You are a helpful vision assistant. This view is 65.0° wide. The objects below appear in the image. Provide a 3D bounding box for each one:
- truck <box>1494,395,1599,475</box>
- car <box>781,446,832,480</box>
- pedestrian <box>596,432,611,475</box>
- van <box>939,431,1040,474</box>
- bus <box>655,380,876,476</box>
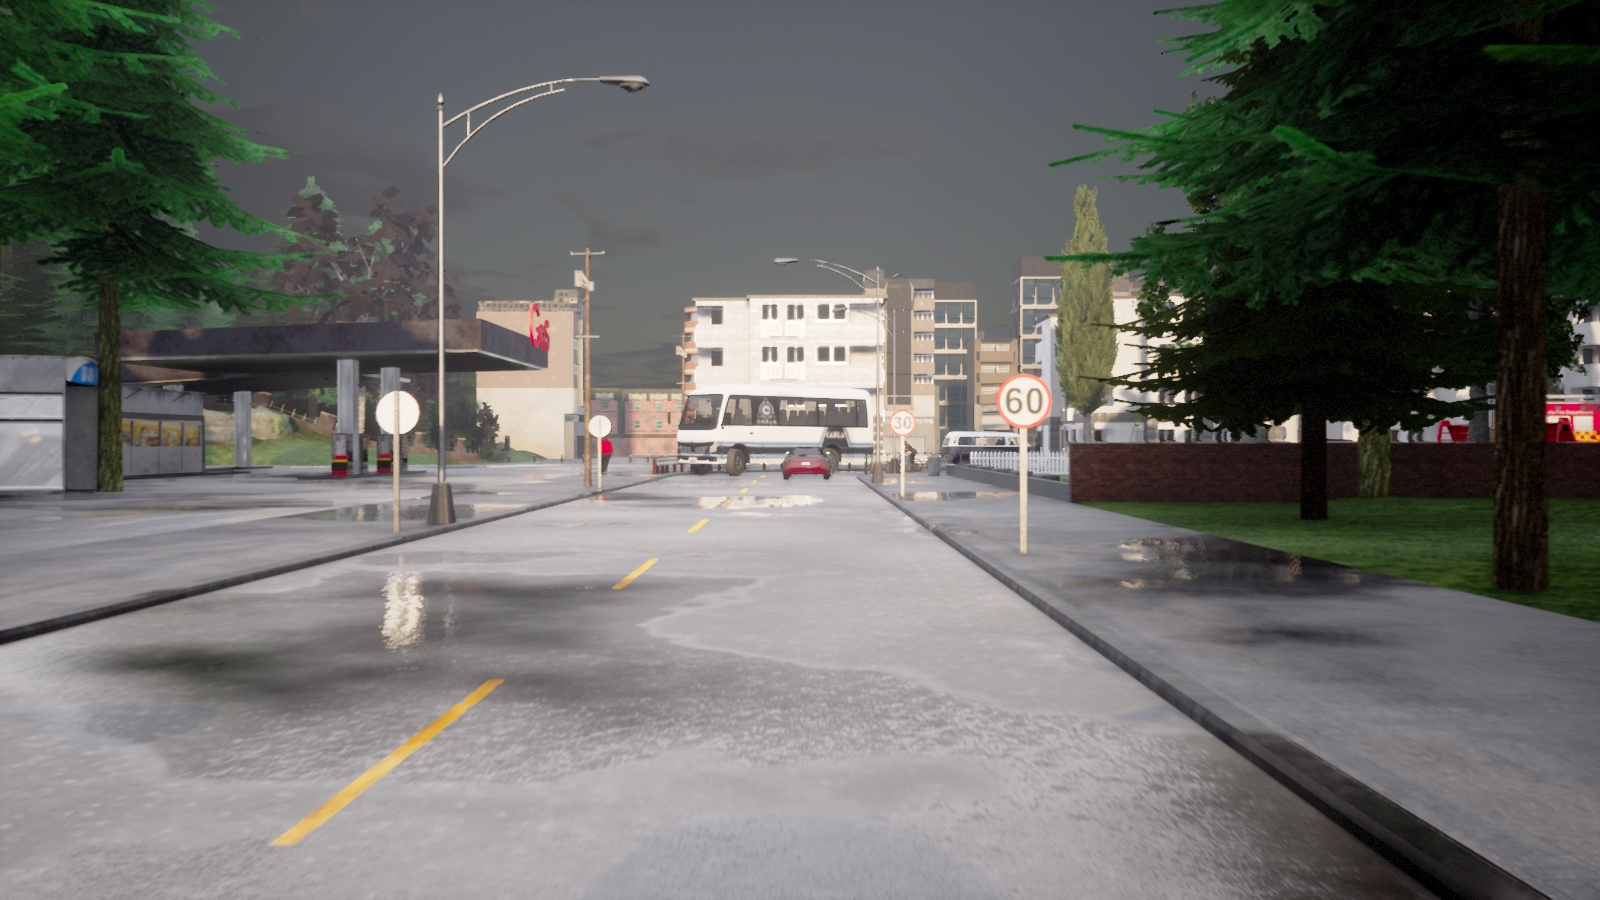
[{"bbox_3d":[38.982,-0.733,61.402,8.468,3.827,2.891,0,0,0],"label":"truck"},{"bbox_3d":[0.327,0.512,53.088,1.994,1.385,4.181,0,0,3],"label":"car"},{"bbox_3d":[-8.528,0.142,54.450,0.634,1.844,0.899,0,0,-10],"label":"pedestrian"},{"bbox_3d":[9.255,0.131,61.472,4.480,2.038,2.069,0,0,-7],"label":"van"},{"bbox_3d":[-1.499,-0.976,59.914,10.273,4.253,3.944,0,1,-40],"label":"bus"}]
